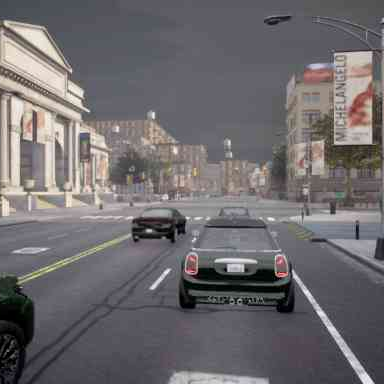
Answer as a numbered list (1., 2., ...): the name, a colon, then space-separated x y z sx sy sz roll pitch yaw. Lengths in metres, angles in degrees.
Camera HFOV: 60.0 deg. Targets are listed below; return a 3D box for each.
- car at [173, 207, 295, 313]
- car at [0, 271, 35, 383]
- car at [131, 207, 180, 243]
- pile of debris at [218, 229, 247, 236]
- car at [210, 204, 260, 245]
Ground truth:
1. car: 1.015 1.352 7.930 2.097 1.767 4.553 0 0 7
2. car: -3.103 1.224 1.712 2.150 2.045 5.566 0 0 3
3. car: -1.446 1.478 16.239 1.882 1.535 5.008 0 0 8
4. pile of debris: 2.206 2.175 18.015 1.500 0.140 1.860 0 0 8
5. car: 2.149 1.489 16.779 2.128 1.511 4.902 0 0 7
